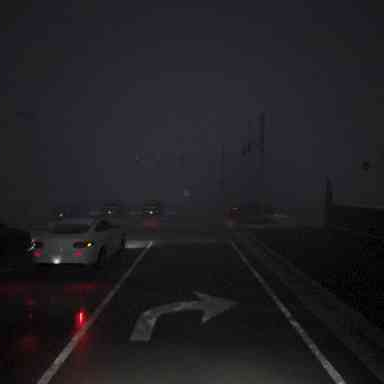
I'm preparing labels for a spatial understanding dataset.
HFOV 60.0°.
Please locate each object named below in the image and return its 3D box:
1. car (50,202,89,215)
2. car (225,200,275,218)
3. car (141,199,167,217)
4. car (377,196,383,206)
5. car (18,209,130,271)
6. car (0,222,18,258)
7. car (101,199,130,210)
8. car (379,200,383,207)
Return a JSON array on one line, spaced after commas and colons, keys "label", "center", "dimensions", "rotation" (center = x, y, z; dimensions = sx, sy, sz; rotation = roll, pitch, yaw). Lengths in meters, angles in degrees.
[{"label": "car", "center": [-10.441, 1.545, 28.771], "dimensions": [1.895, 1.301, 4.718], "rotation": [0, 0, 0]}, {"label": "car", "center": [5.083, 1.468, 29.004], "dimensions": [4.674, 1.442, 1.812], "rotation": [0, -1, -27]}, {"label": "car", "center": [-3.442, 1.446, 30.402], "dimensions": [1.837, 1.490, 4.892], "rotation": [0, 0, 0]}, {"label": "car", "center": [31.403, 1.422, 51.382], "dimensions": [4.674, 1.442, 1.812], "rotation": [0, 0, 1]}, {"label": "car", "center": [-3.430, 1.505, 10.758], "dimensions": [1.812, 1.442, 4.674], "rotation": [0, 0, 0]}, {"label": "car", "center": [-6.930, 1.542, 10.645], "dimensions": [1.994, 1.385, 4.181], "rotation": [0, 0, 0]}, {"label": "car", "center": [-6.942, 1.446, 30.413], "dimensions": [1.837, 1.490, 4.892], "rotation": [0, 0, 0]}, {"label": "car", "center": [29.570, 1.429, 47.926], "dimensions": [4.674, 1.442, 1.812], "rotation": [0, 0, 1]}]
